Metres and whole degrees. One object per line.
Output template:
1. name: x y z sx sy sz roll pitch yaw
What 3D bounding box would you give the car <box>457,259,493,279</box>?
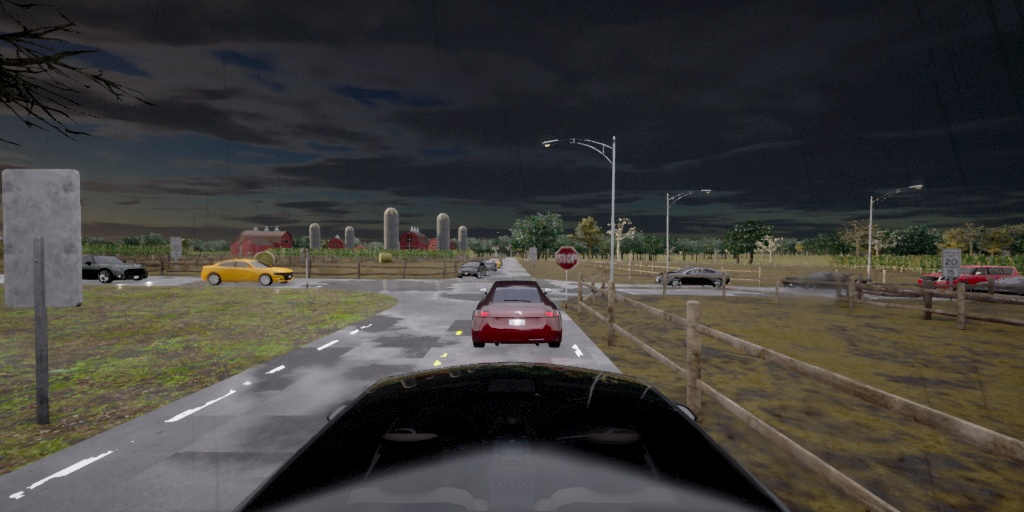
1. car: -3.407 1.236 32.139 1.837 1.490 4.892 1 0 10

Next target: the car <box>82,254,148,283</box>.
1. car: -25.572 0.703 22.249 4.553 1.767 2.097 1 1 0

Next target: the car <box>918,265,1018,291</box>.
1. car: 32.566 1.665 25.524 5.566 2.045 2.150 1 1 0

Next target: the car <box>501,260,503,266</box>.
1. car: -2.817 1.168 56.019 1.882 1.535 5.008 0 0 0

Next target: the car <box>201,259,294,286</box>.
1. car: -16.326 0.979 22.302 5.008 1.535 1.882 1 1 0

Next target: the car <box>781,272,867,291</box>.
1. car: 22.048 1.796 25.476 4.718 1.301 1.895 1 1 0

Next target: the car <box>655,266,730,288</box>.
1. car: 12.755 1.486 25.420 4.902 1.511 2.128 1 1 0

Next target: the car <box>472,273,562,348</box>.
1. car: 0.099 1.311 9.267 1.994 1.385 4.181 0 0 0

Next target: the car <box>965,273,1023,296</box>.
1. car: 32.691 2.038 22.589 5.357 1.411 2.033 1 1 0

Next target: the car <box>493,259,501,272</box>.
1. car: -2.843 1.202 44.259 2.128 1.511 4.902 0 0 0
